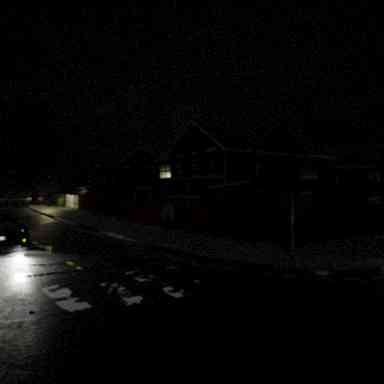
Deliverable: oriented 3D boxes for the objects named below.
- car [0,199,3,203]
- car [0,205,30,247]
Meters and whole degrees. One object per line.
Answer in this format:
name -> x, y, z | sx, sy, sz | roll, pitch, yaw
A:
car -> -13.341, 1.012, 20.923 | 2.150, 2.045, 5.566 | -1, 1, -34
car -> -7.921, 1.447, 13.387 | 1.994, 1.385, 4.181 | -1, 1, -37
